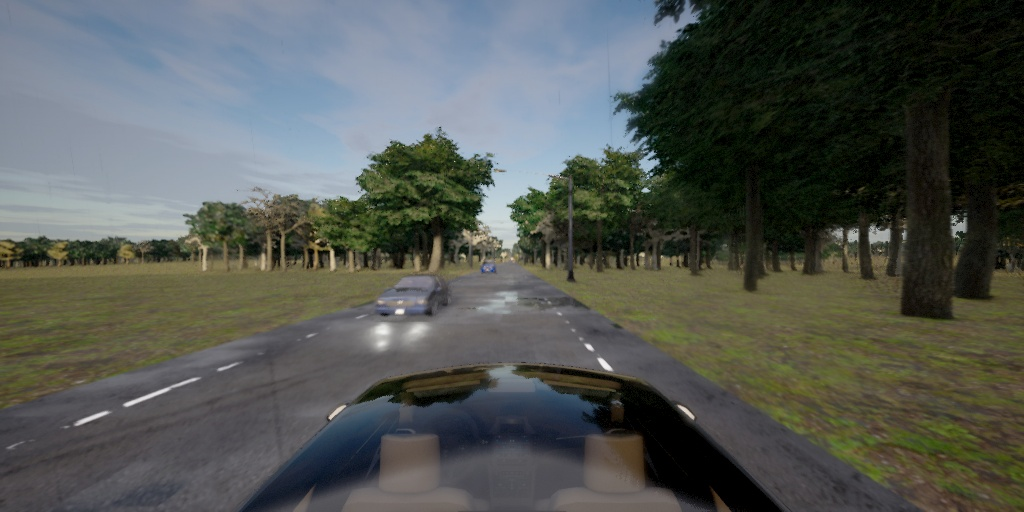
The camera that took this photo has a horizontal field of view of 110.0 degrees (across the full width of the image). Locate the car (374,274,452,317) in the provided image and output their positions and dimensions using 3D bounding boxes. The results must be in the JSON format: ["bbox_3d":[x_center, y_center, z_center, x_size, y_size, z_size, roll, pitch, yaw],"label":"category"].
[{"bbox_3d":[-3.604,1.438,14.186,2.033,1.411,5.357,0,-1,0],"label":"car"}]

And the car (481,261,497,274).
[{"bbox_3d":[-3.568,1.732,55.537,2.150,2.045,5.566,0,-1,1],"label":"car"}]
